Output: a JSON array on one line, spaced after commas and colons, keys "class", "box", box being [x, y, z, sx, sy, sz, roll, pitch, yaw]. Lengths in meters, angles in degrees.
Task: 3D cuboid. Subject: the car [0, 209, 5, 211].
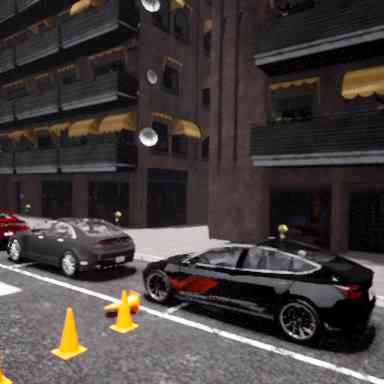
[{"class": "car", "box": [-8.148, 1.271, 12.792, 4.507, 1.381, 1.887, 1, 1, 35]}]

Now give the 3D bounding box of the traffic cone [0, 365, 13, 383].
[{"class": "traffic cone", "box": [-2.254, 1.880, 3.723, 0.340, 0.580, 0.340, 1, 1, 35]}]

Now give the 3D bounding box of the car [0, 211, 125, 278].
[{"class": "car", "box": [-3.563, 1.392, 9.526, 4.403, 1.369, 2.008, 1, 1, 35]}]

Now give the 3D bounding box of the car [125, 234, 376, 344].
[{"class": "car", "box": [1.022, 1.521, 6.260, 4.313, 1.339, 1.947, 1, 1, 35]}]

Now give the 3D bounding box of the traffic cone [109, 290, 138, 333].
[{"class": "traffic cone", "box": [-1.095, 1.883, 5.353, 0.340, 0.580, 0.340, 1, 1, 35]}]

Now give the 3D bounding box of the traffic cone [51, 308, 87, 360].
[{"class": "traffic cone", "box": [-1.674, 1.882, 4.538, 0.340, 0.580, 0.340, 1, 1, 35]}]
